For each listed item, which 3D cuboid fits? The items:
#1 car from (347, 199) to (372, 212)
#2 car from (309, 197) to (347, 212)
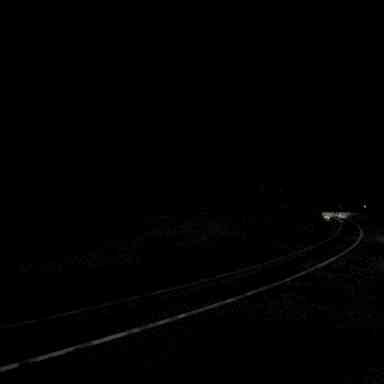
[{"bbox_3d":[18.598,1.503,37.853,1.994,1.385,4.181,1,0,-1],"label":"car"},{"bbox_3d":[15.001,1.369,37.552,1.882,1.535,5.008,1,0,-3],"label":"car"}]
